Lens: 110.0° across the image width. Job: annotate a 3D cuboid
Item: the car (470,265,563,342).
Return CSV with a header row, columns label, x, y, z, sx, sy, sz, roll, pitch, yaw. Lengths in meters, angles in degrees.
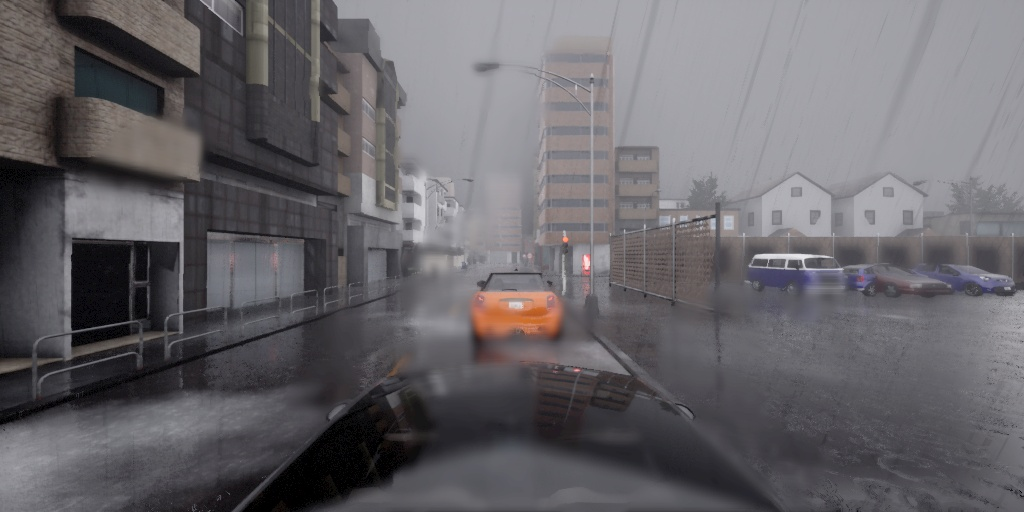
label,x,y,z,sx,sy,sz,roll,pitch,yaw
car,0.101,1.102,9.965,2.097,1.767,4.553,0,0,0
